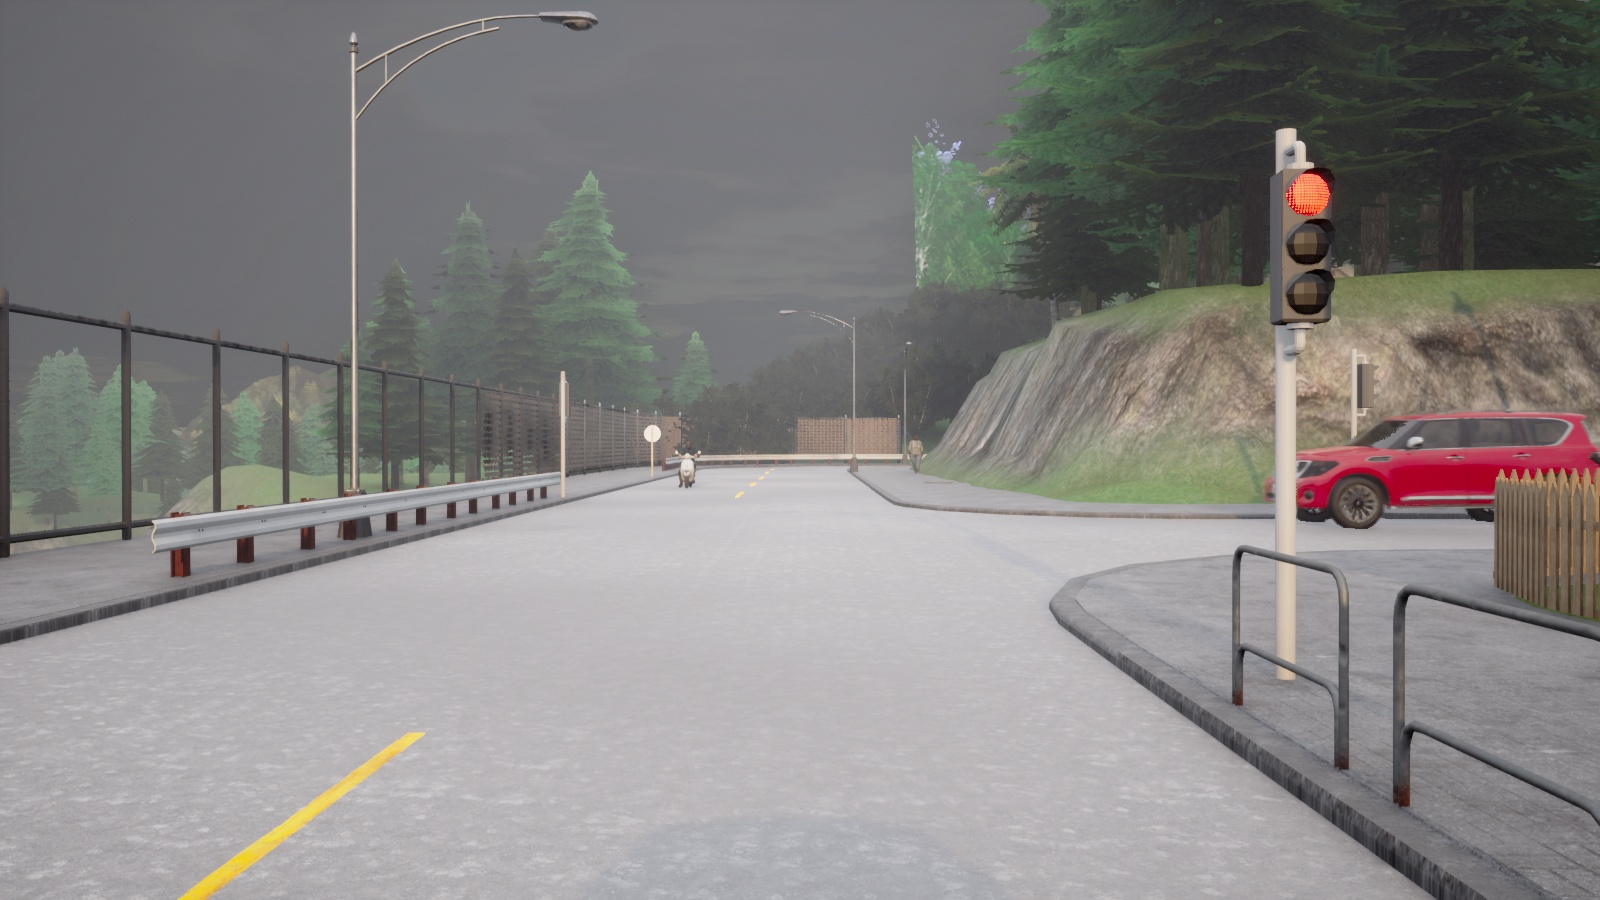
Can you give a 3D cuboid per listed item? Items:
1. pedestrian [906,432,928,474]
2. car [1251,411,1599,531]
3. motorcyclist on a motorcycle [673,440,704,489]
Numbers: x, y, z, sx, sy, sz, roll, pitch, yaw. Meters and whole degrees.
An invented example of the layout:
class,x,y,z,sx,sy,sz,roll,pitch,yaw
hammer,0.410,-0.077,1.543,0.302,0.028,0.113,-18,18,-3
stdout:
class,x,y,z,sx,sy,sz,roll,pitch,yaw
pedestrian,5.204,0.145,55.914,0.874,1.855,0.900,0,0,-1
car,11.222,0.348,22.430,5.566,2.045,2.150,0,0,0
motorcyclist on a motorcycle,-3.707,0.461,41.817,0.866,1.590,1.817,0,0,0
